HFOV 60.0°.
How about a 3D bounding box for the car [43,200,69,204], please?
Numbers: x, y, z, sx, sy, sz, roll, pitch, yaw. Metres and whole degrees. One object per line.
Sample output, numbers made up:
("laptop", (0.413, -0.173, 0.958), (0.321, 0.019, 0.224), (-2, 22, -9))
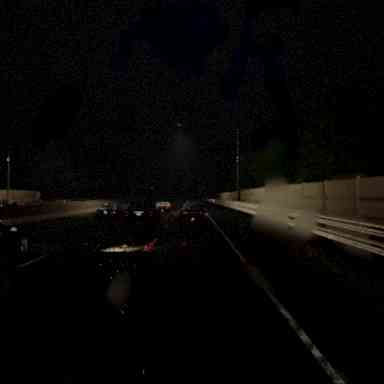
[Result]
("car", (-17.581, 1.907, 44.982), (2.033, 1.411, 5.357), (0, -1, 0))

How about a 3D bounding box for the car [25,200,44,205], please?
("car", (-21.076, 1.847, 45.636), (1.882, 1.535, 5.008), (0, -1, 0))

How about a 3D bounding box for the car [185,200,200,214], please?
("car", (0.041, 1.814, 41.609), (1.837, 1.490, 4.892), (0, -1, 0))

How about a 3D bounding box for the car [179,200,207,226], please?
("car", (0.065, 1.613, 24.379), (2.128, 1.511, 4.902), (0, 0, 0))

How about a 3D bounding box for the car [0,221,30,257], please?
("car", (-6.914, 1.538, 10.428), (1.837, 1.490, 4.892), (0, 0, 0))

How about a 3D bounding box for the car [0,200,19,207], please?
("car", (-24.596, 1.831, 43.415), (2.128, 1.511, 4.902), (0, -1, 0))

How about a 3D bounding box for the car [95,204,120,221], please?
("car", (-6.941, 1.713, 29.142), (2.033, 1.411, 5.357), (0, -1, 0))

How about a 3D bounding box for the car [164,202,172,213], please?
("car", (-3.457, 1.901, 40.875), (1.895, 1.301, 4.718), (0, -1, 0))

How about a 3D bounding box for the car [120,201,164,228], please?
("car", (-3.433, 1.467, 23.568), (2.097, 1.767, 4.553), (0, 0, 0))
